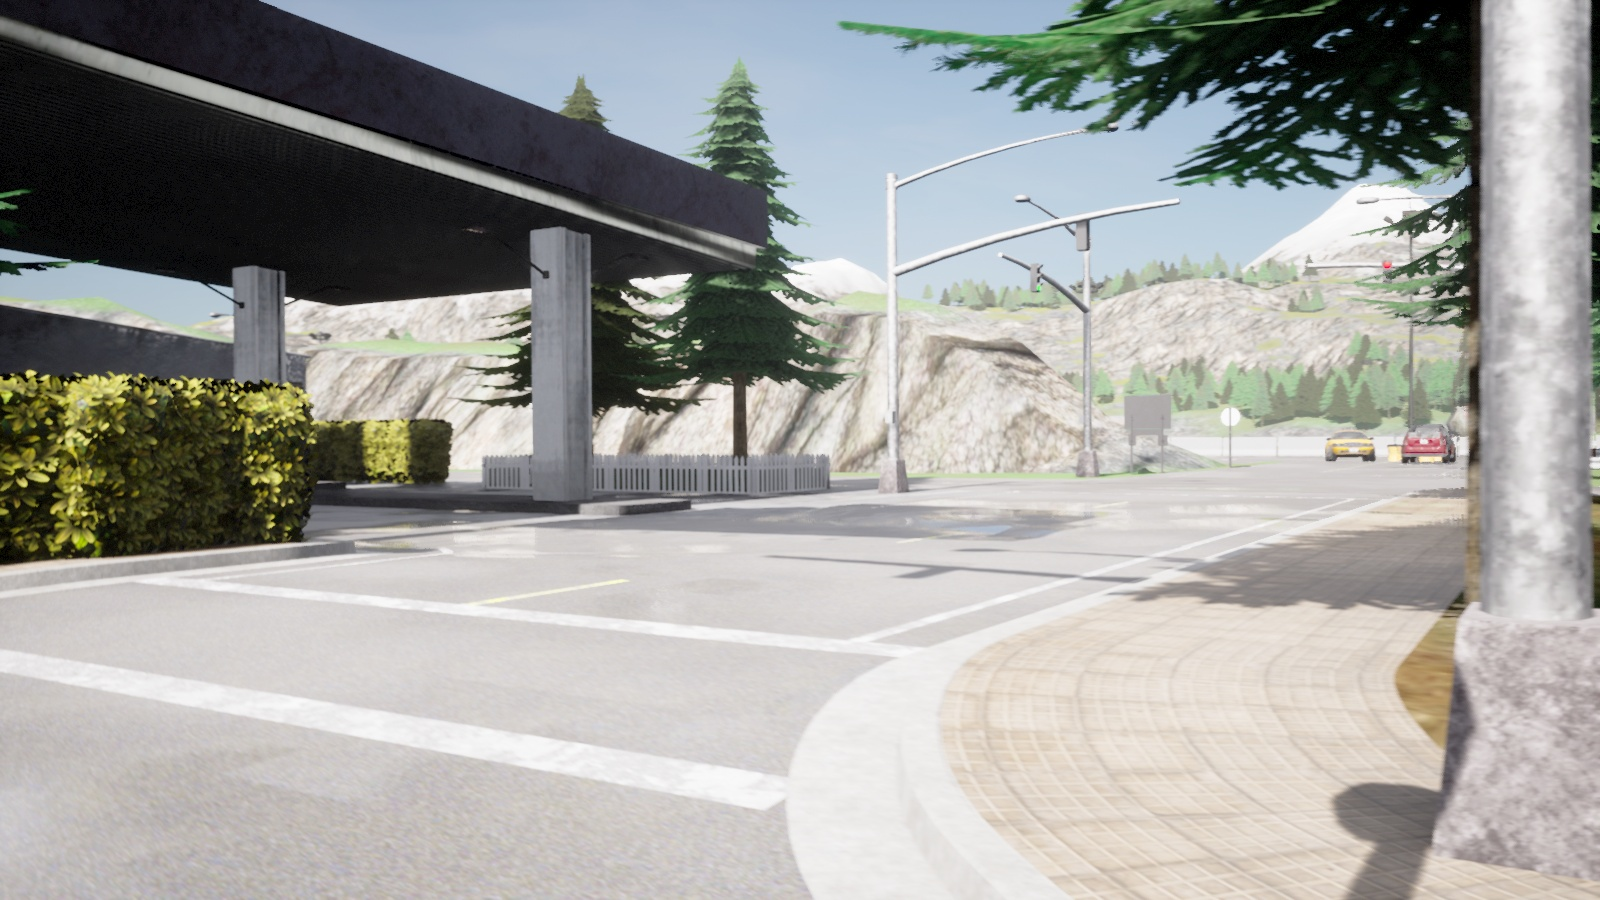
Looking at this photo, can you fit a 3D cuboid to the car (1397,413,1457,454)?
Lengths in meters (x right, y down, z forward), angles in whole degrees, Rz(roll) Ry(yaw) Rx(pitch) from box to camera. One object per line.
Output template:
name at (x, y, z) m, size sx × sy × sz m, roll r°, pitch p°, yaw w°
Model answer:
car at (25.344, -0.694, 50.715) m, size 1.789 × 1.549 × 3.705 m, roll -1°, pitch 1°, yaw 32°

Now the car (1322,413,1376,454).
car at (24.337, -0.686, 55.816) m, size 1.801 × 1.575 × 5.366 m, roll -1°, pitch -2°, yaw 20°
